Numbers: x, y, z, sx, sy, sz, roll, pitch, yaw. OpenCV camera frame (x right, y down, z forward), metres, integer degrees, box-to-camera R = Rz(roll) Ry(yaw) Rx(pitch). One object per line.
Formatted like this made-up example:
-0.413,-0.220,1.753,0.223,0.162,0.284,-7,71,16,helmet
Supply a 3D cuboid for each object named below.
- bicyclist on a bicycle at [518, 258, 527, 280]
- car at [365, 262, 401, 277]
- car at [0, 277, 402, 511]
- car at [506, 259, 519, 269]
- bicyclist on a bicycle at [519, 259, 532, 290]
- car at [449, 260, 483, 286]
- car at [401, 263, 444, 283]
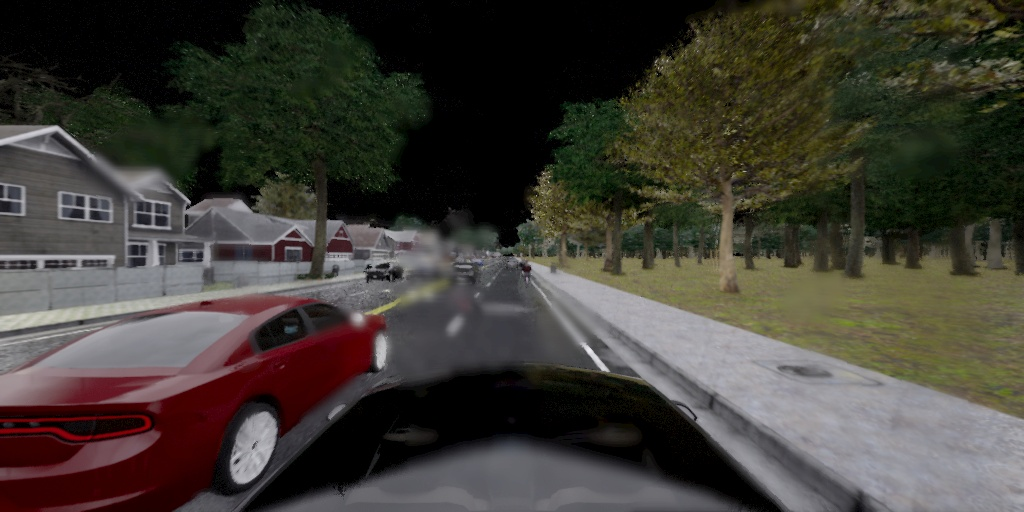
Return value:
0.891,1.099,30.304,0.659,1.776,1.843,0,0,0,bicyclist on a bicycle
-9.849,1.206,28.284,1.882,1.535,5.008,0,0,0,car
-3.149,1.225,4.522,1.882,1.535,5.008,0,0,0,car
0.049,1.212,57.351,2.128,1.511,4.902,0,0,0,car
0.893,1.106,21.303,0.659,1.776,1.843,0,0,0,bicyclist on a bicycle
-3.152,1.237,24.981,1.837,1.490,4.892,0,0,0,car
-6.601,1.277,27.909,2.033,1.411,5.357,0,0,0,car
